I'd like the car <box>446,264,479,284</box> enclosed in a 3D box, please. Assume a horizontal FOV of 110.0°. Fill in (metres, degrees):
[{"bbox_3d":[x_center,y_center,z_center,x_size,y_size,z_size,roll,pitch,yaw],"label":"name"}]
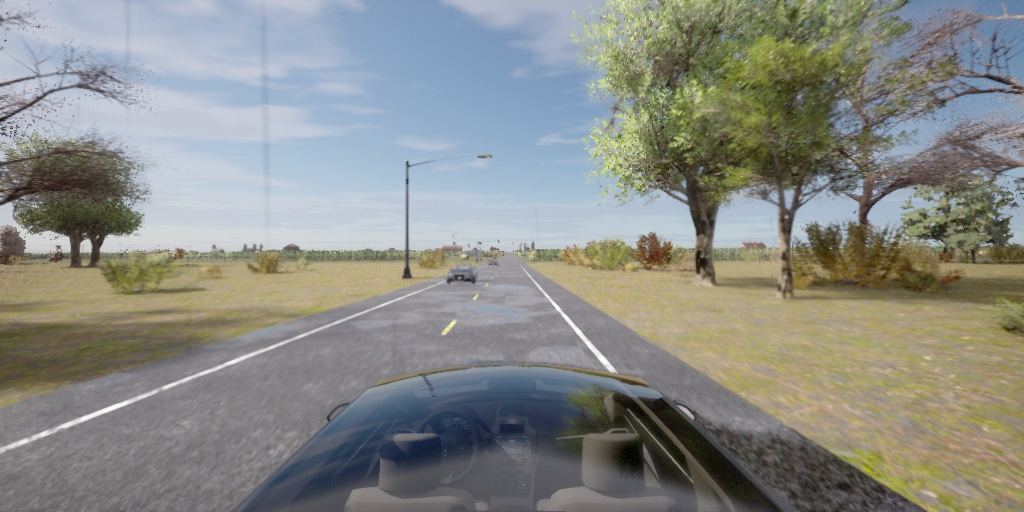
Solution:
[{"bbox_3d":[-3.594,1.307,26.543,1.994,1.385,4.181,0,0,0],"label":"car"}]
